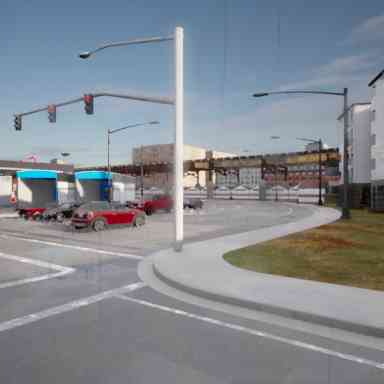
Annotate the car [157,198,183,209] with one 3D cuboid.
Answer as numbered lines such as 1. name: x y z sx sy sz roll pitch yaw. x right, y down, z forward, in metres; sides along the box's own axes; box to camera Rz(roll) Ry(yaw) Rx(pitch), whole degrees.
1. car: -2.956 1.547 46.029 2.033 1.411 5.357 0 0 15

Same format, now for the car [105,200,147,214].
1. car: -7.111 1.601 36.221 1.895 1.301 4.718 0 0 30

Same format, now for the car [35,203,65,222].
1. car: -9.592 1.526 26.479 1.812 1.442 4.674 0 0 36

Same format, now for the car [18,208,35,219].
1. car: -12.295 1.601 28.661 1.895 1.301 4.718 0 0 37

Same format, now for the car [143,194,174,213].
1. car: -4.130 1.221 34.417 2.150 2.045 5.566 0 0 30

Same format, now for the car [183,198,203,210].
1. car: 0.119 1.547 44.101 2.033 1.411 5.357 0 0 16

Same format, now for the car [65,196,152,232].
1. car: -5.010 1.352 20.511 2.097 1.767 4.553 0 0 37
